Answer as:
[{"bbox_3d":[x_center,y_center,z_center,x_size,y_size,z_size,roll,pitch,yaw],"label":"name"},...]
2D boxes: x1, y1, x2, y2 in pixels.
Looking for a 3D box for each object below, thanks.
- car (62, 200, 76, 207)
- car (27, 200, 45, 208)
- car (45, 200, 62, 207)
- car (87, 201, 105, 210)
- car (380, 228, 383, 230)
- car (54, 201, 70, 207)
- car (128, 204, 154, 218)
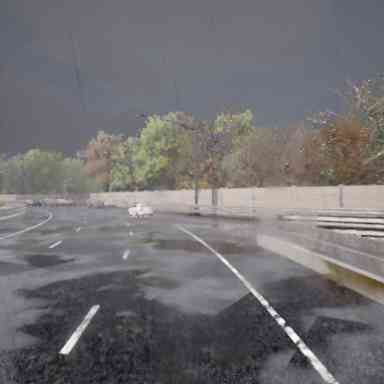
[{"bbox_3d":[-27.185,2.528,73.442,1.812,1.442,4.674,0,-1,-43],"label":"car"},{"bbox_3d":[-32.862,2.462,69.215,1.837,1.490,4.892,0,-1,-43],"label":"car"},{"bbox_3d":[-30.216,2.530,71.506,1.994,1.385,4.181,0,-1,-43],"label":"car"},{"bbox_3d":[-17.575,2.435,60.672,2.033,1.411,5.357,0,-1,-35],"label":"car"},{"bbox_3d":[11.376,1.709,15.897,4.181,1.385,1.994,-2,-1,41],"label":"car"},{"bbox_3d":[-30.010,2.712,76.536,1.812,1.442,4.674,0,-1,-43],"label":"car"},{"bbox_3d":[-5.700,2.039,37.106,1.812,1.442,4.674,0,-1,-27],"label":"car"}]
